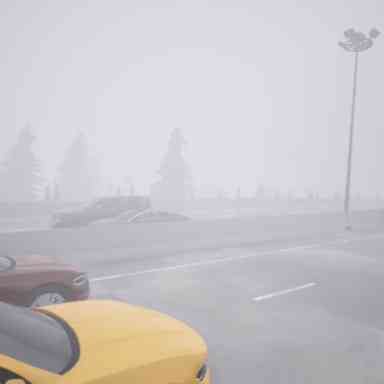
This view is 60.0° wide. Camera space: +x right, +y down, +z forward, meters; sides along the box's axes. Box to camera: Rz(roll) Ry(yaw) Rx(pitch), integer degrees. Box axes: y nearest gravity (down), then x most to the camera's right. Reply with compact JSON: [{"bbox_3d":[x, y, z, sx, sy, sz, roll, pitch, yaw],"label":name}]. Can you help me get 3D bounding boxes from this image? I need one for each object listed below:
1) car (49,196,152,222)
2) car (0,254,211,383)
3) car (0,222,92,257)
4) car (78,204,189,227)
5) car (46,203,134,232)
[{"bbox_3d":[-4.601,1.225,17.904,5.566,2.045,2.150,0,0,-35],"label":"car"},{"bbox_3d":[-2.108,1.476,2.249,5.008,1.535,1.882,0,0,-35],"label":"car"},{"bbox_3d":[-4.128,1.477,5.109,5.008,1.535,1.882,0,0,-35],"label":"car"},{"bbox_3d":[-2.314,1.495,15.237,4.902,1.511,2.128,0,0,-35],"label":"car"},{"bbox_3d":[-6.358,1.495,20.951,4.902,1.511,2.128,0,0,-35],"label":"car"}]
